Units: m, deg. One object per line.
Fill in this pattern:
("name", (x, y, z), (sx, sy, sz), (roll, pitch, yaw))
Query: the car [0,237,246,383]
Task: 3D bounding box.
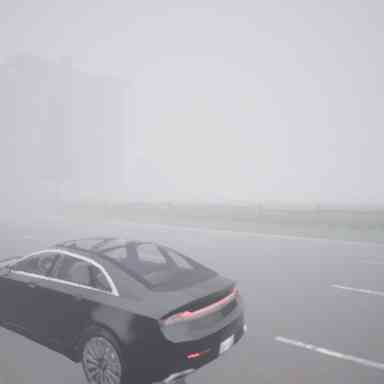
("car", (-1.587, 1.465, 5.120), (4.902, 1.511, 2.128), (1, 0, 35))
